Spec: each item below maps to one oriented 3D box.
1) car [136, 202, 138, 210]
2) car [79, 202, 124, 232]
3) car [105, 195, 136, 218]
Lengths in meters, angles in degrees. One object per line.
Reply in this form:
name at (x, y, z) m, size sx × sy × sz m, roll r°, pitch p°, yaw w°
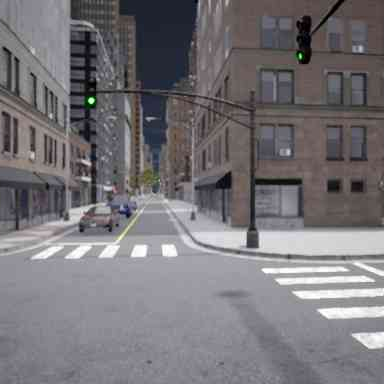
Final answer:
car at (-7.797, 1.557, 41.254) m, size 2.128 × 1.511 × 4.902 m, roll 0°, pitch 0°, yaw -6°
car at (-5.571, 1.557, 20.446) m, size 1.812 × 1.442 × 4.674 m, roll 0°, pitch 0°, yaw -5°
car at (-6.672, 1.269, 30.663) m, size 2.150 × 2.045 × 5.566 m, roll 0°, pitch 0°, yaw -7°
